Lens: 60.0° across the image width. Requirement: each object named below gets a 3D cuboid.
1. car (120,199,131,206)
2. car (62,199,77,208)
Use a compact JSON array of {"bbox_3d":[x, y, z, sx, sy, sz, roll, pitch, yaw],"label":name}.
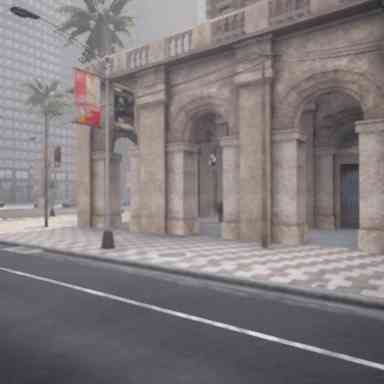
[{"bbox_3d":[-12.184,1.873,58.938,2.033,1.411,5.357,-1,0,36],"label":"car"},{"bbox_3d":[-19.033,1.862,54.746,2.161,1.482,4.786,-1,0,35],"label":"car"}]
